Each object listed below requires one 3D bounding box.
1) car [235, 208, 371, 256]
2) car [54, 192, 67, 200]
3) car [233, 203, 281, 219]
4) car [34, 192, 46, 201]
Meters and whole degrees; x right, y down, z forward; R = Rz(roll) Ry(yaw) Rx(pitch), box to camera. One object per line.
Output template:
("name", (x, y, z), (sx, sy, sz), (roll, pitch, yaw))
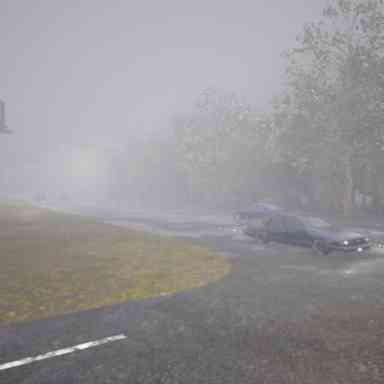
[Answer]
("car", (4.520, 1.657, 14.130), (2.033, 1.411, 5.357), (1, 0, -35))
("car", (-31.475, 0.956, 79.627), (2.150, 2.045, 5.566), (1, 0, -34))
("car", (5.246, 1.616, 25.518), (1.882, 1.535, 5.008), (1, 0, -34))
("car", (-33.721, 0.915, 73.857), (2.150, 2.045, 5.566), (1, 0, -27))
